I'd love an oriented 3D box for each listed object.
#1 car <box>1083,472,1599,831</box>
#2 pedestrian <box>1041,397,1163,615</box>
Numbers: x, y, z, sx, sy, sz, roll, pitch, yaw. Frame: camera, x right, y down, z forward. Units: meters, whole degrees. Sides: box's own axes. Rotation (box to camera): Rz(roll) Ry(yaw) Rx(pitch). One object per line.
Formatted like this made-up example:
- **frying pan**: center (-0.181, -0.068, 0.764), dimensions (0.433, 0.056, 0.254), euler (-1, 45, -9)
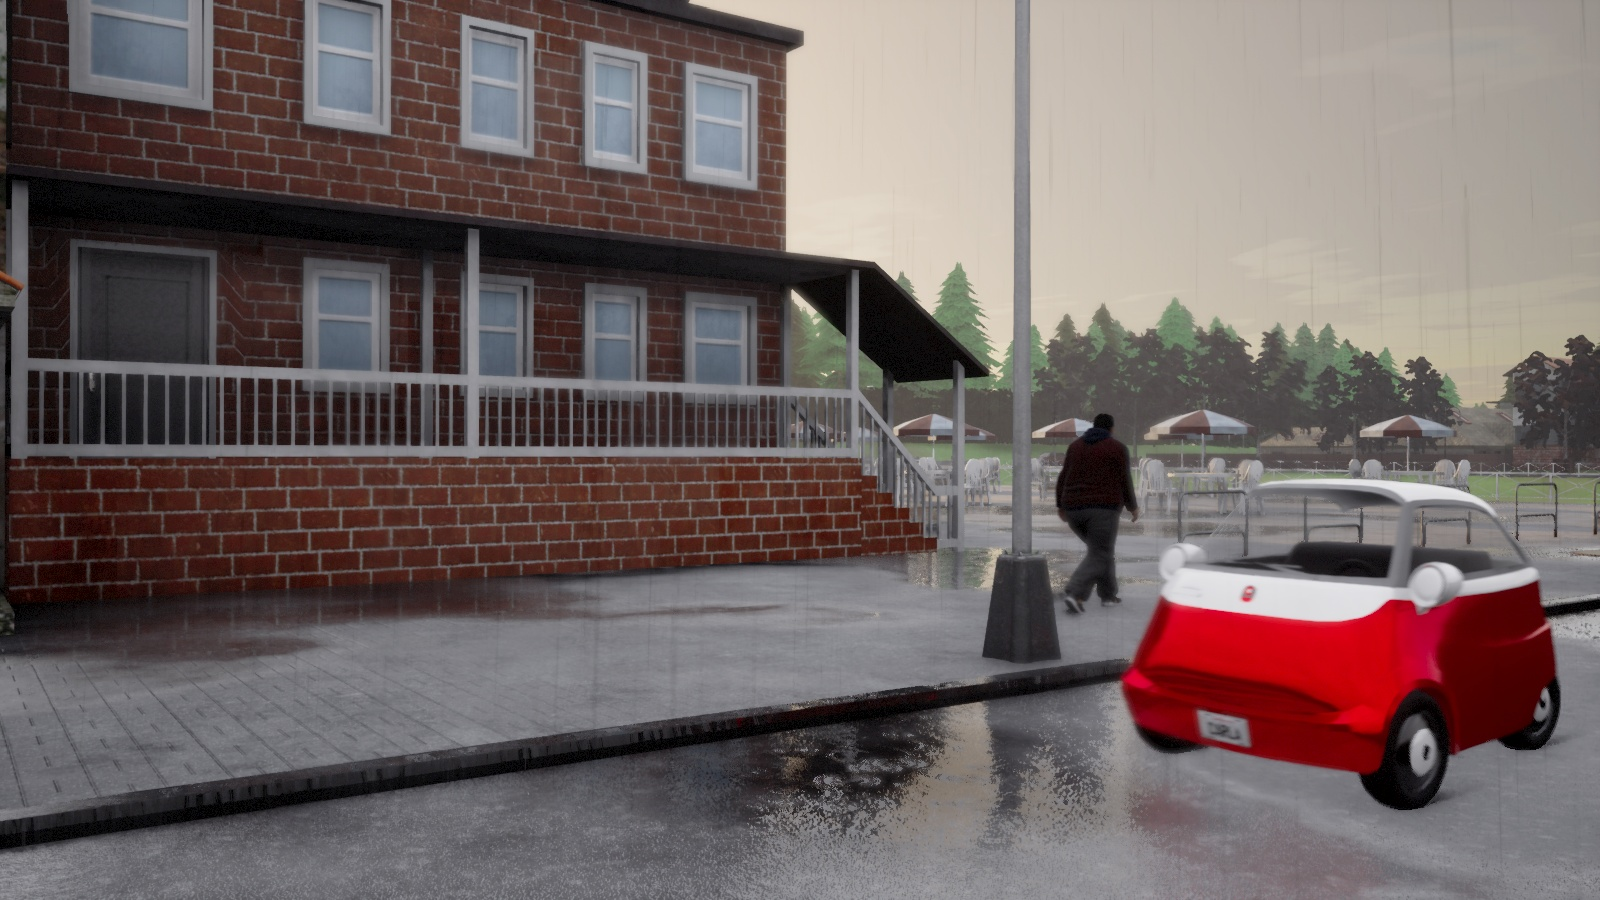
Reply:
- **car**: center (2.714, 0.809, 6.153), dimensions (2.207, 1.376, 1.481), euler (0, 0, -35)
- **pedestrian**: center (2.684, 0.476, 11.156), dimensions (0.899, 1.844, 0.634), euler (0, 0, -39)
